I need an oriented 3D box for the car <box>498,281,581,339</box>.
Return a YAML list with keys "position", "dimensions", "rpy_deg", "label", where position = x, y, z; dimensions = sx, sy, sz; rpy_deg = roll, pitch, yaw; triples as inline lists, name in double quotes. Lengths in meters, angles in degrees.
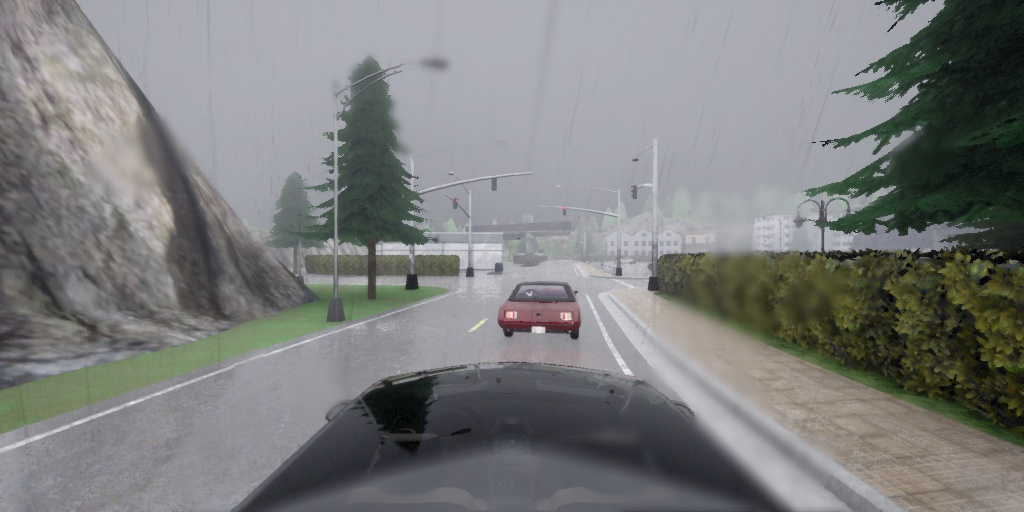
- position: [0.918, 1.351, 10.149]
  dimensions: [1.895, 1.301, 4.718]
  rpy_deg: [0, 0, 8]
  label: "car"
